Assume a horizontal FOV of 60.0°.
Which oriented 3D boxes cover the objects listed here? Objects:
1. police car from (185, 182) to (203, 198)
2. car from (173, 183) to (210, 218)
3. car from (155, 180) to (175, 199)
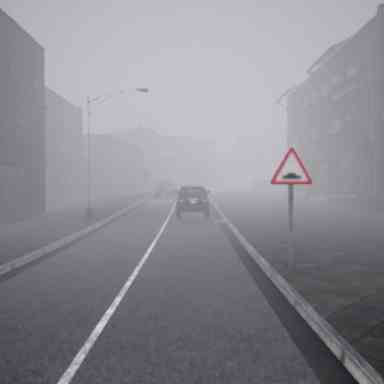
[{"bbox_3d":[0.375,-0.299,41.083,1.930,1.638,5.238,0,4,4],"label":"police car"},{"bbox_3d":[0.090,0.514,23.007,2.150,2.045,5.566,0,4,1],"label":"car"},{"bbox_3d":[-3.008,-0.386,39.152,2.150,2.045,5.566,0,3,2],"label":"car"}]
